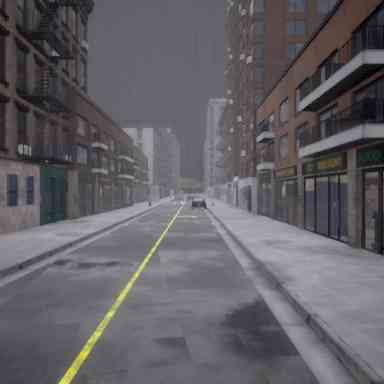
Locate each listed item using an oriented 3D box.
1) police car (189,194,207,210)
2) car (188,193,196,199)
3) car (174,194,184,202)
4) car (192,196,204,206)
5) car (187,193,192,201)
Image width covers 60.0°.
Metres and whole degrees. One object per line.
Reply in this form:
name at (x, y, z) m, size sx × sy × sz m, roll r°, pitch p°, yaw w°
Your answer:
police car at (0.900, 1.407, 43.835) m, size 1.930 × 1.638 × 5.238 m, roll 0°, pitch 0°, yaw 0°
car at (0.000, 1.145, 94.203) m, size 2.097 × 1.767 × 4.553 m, roll 0°, pitch 0°, yaw 0°
car at (-3.000, 1.255, 75.958) m, size 2.097 × 1.767 × 4.553 m, roll 0°, pitch 0°, yaw 0°
car at (0.900, 1.484, 53.725) m, size 1.837 × 1.490 × 4.892 m, roll 0°, pitch 0°, yaw 0°
car at (-0.001, 1.169, 79.202) m, size 2.097 × 1.767 × 4.553 m, roll 0°, pitch 0°, yaw 0°
